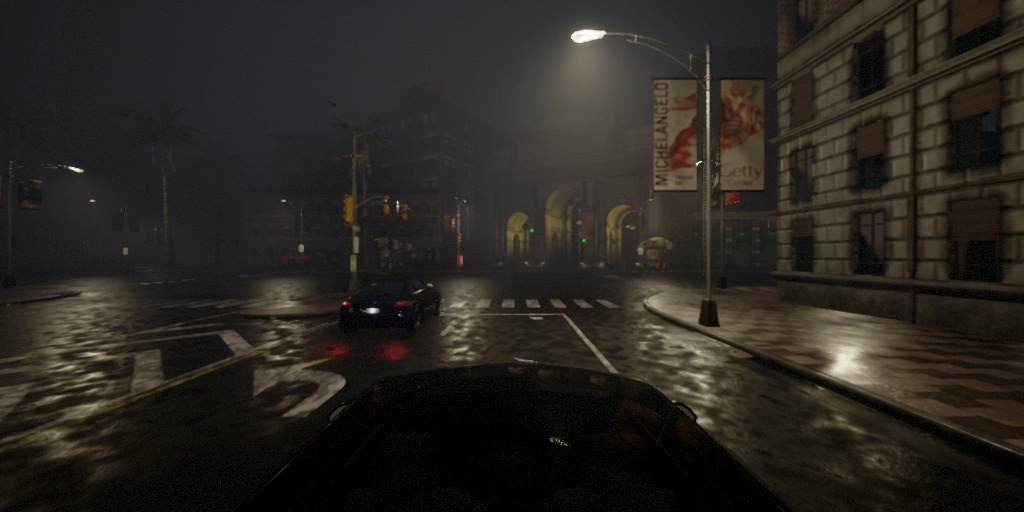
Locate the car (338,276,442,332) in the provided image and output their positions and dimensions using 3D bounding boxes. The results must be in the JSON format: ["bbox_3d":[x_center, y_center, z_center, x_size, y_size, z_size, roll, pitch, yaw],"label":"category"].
[{"bbox_3d":[-3.410,1.300,10.776,1.994,1.385,4.181,0,0,0],"label":"car"}]
